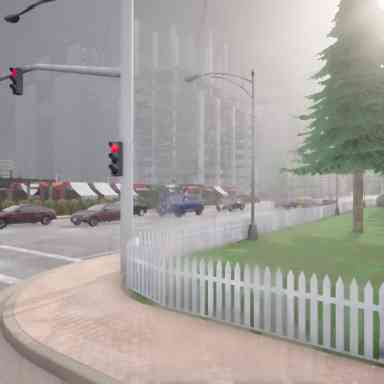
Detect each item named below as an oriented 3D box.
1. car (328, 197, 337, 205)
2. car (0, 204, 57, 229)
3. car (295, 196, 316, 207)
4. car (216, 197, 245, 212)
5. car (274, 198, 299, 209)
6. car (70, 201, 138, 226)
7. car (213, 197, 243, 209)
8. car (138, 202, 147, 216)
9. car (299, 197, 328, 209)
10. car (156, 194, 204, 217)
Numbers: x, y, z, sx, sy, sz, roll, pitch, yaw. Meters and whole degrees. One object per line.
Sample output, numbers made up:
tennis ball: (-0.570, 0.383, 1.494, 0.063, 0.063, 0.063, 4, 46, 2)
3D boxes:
car: (21.100, 1.526, 51.245, 1.812, 1.442, 4.674, 0, 0, 34)
car: (-11.386, 1.526, 22.140, 1.812, 1.442, 4.674, 0, 0, 36)
car: (18.269, 1.478, 53.306, 1.882, 1.535, 5.008, 0, 0, 34)
car: (4.669, 1.492, 39.694, 2.128, 1.511, 4.902, 0, 0, 34)
car: (12.782, 1.547, 45.155, 2.033, 1.411, 5.357, 0, 0, 34)
car: (-6.271, 1.526, 23.431, 1.812, 1.442, 4.674, 0, 0, 34)
car: (5.181, 1.492, 46.672, 2.128, 1.511, 4.902, 0, 0, 34)
car: (-6.169, 1.478, 29.887, 1.882, 1.535, 5.008, 0, 0, 34)
car: (15.958, 1.564, 43.605, 1.994, 1.385, 4.181, 0, 0, 34)
car: (-0.964, 1.221, 31.352, 2.150, 2.045, 5.566, 0, 0, 34)
